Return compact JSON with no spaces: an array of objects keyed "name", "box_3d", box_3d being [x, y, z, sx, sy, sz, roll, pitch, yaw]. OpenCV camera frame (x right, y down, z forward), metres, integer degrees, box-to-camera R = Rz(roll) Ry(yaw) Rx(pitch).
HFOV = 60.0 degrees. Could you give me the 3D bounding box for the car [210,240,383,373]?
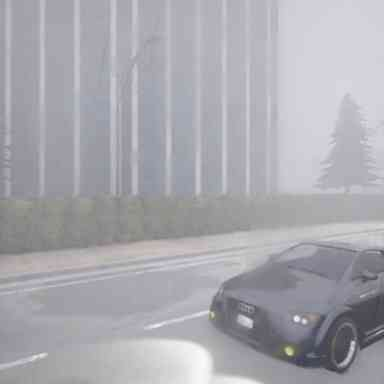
[{"name":"car","box_3d":[2.341,1.565,5.660,4.181,1.385,1.994,0,0,-35]}]
